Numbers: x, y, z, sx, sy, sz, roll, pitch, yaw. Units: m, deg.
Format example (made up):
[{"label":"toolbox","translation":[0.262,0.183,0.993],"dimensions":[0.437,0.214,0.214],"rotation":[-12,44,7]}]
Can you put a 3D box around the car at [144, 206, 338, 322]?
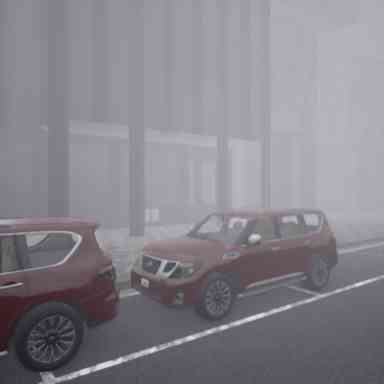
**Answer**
[{"label":"car","translation":[1.208,1.289,7.392],"dimensions":[5.009,1.841,2.192],"rotation":[0,0,-35]}]

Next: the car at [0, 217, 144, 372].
[{"label":"car","translation":[-3.384,1.317,4.116],"dimensions":[5.009,1.841,2.192],"rotation":[0,0,-35]}]
